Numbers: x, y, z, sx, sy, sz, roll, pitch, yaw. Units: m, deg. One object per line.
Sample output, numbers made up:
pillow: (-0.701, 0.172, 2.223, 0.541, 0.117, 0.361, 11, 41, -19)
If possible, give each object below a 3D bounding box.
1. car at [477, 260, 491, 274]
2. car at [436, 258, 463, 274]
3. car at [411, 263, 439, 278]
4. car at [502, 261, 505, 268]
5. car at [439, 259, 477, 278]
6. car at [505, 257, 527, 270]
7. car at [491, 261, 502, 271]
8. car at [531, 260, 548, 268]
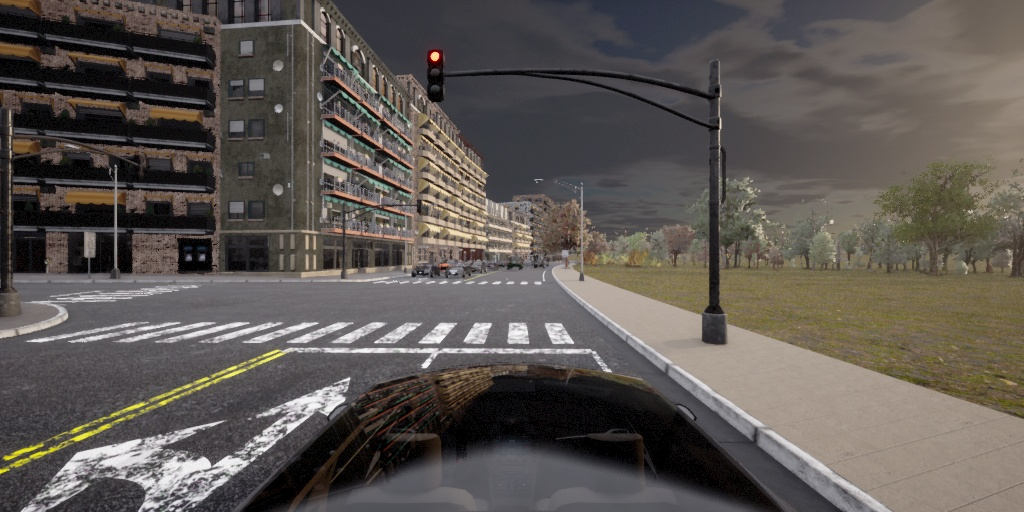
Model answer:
car: (-4.271, 1.351, 44.254, 1.837, 1.490, 4.892, 0, 0, 6)
car: (-7.582, 1.195, 43.742, 2.097, 1.767, 4.553, 0, 0, 6)
car: (-8.364, 1.375, 35.322, 1.994, 1.385, 4.181, 0, 0, 5)
car: (-1.815, 1.531, 63.438, 1.895, 1.301, 4.718, 0, 0, 9)
car: (-5.134, 1.302, 34.951, 2.128, 1.511, 4.902, 0, 0, 5)
car: (0.715, 1.119, 57.160, 2.150, 2.045, 5.566, 0, -1, 8)
car: (-3.216, 1.446, 53.397, 1.994, 1.385, 4.181, 0, 0, 7)
car: (5.014, 1.448, 64.891, 1.837, 1.490, 4.892, 0, 0, 9)
